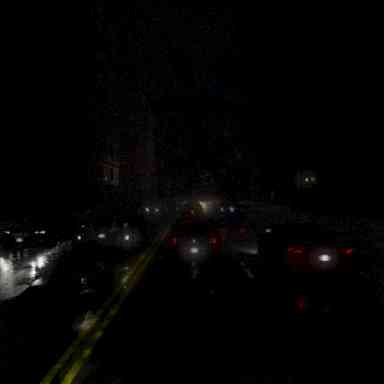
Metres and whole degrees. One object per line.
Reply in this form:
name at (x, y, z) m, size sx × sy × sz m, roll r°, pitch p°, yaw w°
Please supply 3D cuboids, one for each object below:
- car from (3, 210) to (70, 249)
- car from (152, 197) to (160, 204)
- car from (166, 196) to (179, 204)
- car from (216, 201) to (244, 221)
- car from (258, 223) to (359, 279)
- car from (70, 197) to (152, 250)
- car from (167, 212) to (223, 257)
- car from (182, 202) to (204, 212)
car at (-6.605, 1.588, 15.183) m, size 2.128 × 1.511 × 4.902 m, roll 0°, pitch 0°, yaw 0°
car at (-6.514, 1.507, 56.731) m, size 1.882 × 1.535 × 5.008 m, roll 0°, pitch 0°, yaw 0°
car at (-3.264, 1.385, 56.762) m, size 2.097 × 1.767 × 4.553 m, roll 0°, pitch 0°, yaw 0°
car at (3.335, 1.544, 29.787) m, size 2.097 × 1.767 × 4.553 m, roll 0°, pitch 0°, yaw 0°
car at (3.328, 1.629, 10.311) m, size 1.994 × 1.385 × 4.181 m, roll 0°, pitch 0°, yaw 0°
car at (-3.360, 1.320, 15.140) m, size 2.150 × 2.045 × 5.566 m, roll 0°, pitch -1°, yaw 0°
car at (0.088, 1.686, 13.412) m, size 1.895 × 1.301 × 4.718 m, roll 0°, pitch 0°, yaw 0°
car at (0.087, 1.682, 31.674) m, size 1.882 × 1.535 × 5.008 m, roll 0°, pitch 0°, yaw 0°
